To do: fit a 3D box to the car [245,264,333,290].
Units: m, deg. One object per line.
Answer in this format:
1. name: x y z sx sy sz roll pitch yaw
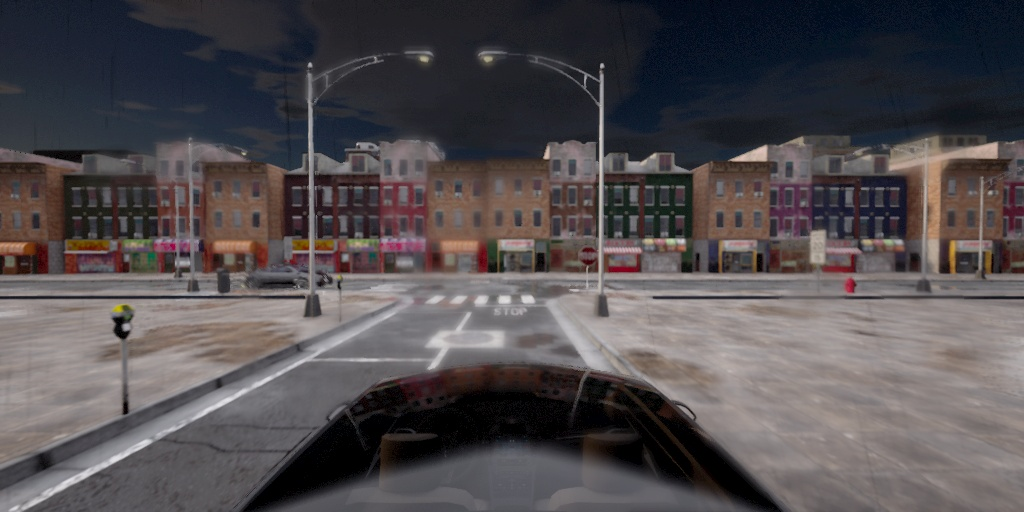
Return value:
1. car: -12.444 1.177 20.136 4.181 1.385 1.994 0 1 0
